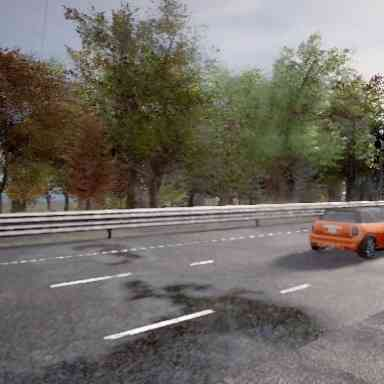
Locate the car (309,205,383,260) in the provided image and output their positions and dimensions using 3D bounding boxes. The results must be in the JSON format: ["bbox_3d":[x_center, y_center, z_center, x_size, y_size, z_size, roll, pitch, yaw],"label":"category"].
[{"bbox_3d":[6.583,1.351,12.737,4.553,1.767,2.097,0,0,-35],"label":"car"}]

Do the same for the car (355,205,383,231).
[{"bbox_3d":[12.543,1.563,21.283,4.181,1.385,1.994,0,0,-35],"label":"car"}]
